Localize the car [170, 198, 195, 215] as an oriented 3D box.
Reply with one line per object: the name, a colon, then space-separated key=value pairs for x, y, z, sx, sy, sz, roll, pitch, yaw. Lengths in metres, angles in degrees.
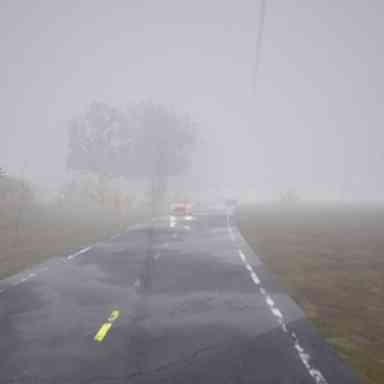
car: x=-0.906 y=1.403 z=33.913 sx=2.097 sy=1.767 sz=4.553 roll=0 pitch=0 yaw=7

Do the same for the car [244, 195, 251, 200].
car: x=14.467 y=1.520 z=89.022 sx=1.895 sy=1.301 sz=4.718 roll=0 pitch=0 yaw=19

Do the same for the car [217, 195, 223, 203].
car: x=6.859 y=1.444 z=73.688 sx=2.097 sy=1.767 sz=4.553 roll=0 pitch=0 yaw=14

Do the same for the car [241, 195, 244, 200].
car: x=9.620 y=1.455 z=72.743 sx=1.837 sy=1.490 sz=4.892 roll=0 pitch=0 yaw=15

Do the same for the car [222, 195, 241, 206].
car: x=6.633 y=1.561 z=55.019 sx=1.882 sy=1.535 sz=5.008 roll=0 pitch=0 yaw=11
